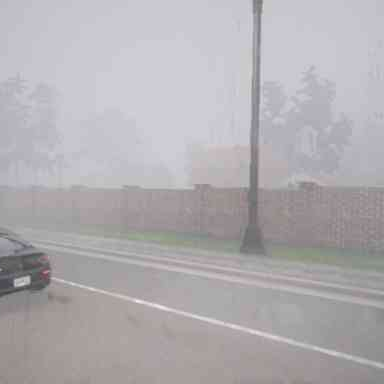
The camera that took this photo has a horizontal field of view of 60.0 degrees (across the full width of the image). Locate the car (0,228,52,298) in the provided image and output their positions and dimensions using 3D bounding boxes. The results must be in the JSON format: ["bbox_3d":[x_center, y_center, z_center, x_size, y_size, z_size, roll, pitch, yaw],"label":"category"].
[{"bbox_3d":[-5.070,1.523,7.612,4.674,1.442,1.812,0,0,36],"label":"car"}]
